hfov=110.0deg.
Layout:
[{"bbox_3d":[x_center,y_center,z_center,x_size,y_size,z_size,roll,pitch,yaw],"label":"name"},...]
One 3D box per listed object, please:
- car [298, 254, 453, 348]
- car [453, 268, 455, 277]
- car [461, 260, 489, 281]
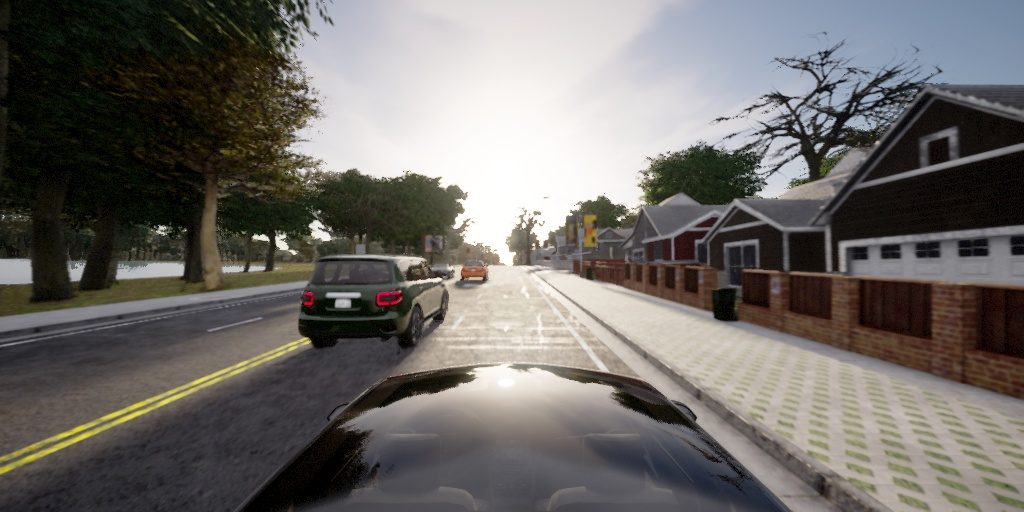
[{"bbox_3d":[-3.152,0.980,9.371,2.150,2.045,5.566,0,0,0],"label":"car"},{"bbox_3d":[-6.521,1.385,33.260,1.994,1.385,4.181,0,0,0],"label":"car"},{"bbox_3d":[-3.162,1.165,31.373,2.097,1.767,4.553,0,0,0],"label":"car"}]
